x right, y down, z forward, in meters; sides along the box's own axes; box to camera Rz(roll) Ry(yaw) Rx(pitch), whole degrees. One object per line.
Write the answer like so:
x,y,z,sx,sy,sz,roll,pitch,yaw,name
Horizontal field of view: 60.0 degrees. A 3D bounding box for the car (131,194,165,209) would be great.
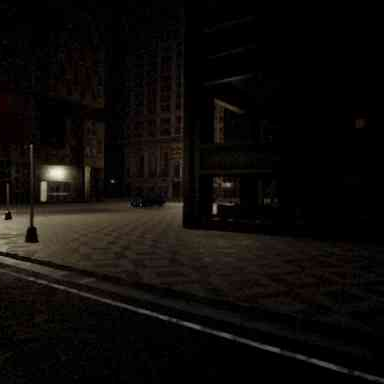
-6.098,1.271,46.925,2.150,2.045,5.566,1,0,35,car
